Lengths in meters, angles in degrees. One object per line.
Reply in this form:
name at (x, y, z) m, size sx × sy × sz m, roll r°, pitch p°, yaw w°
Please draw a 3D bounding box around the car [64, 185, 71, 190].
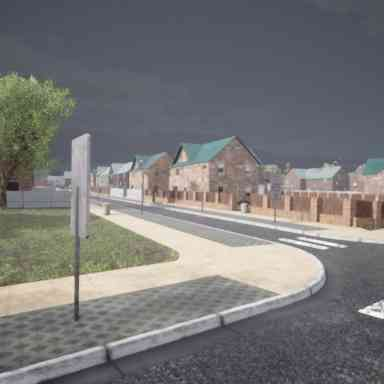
car at (-29.728, -0.792, 82.895) m, size 2.150 × 2.045 × 5.566 m, roll 1°, pitch 1°, yaw -26°
